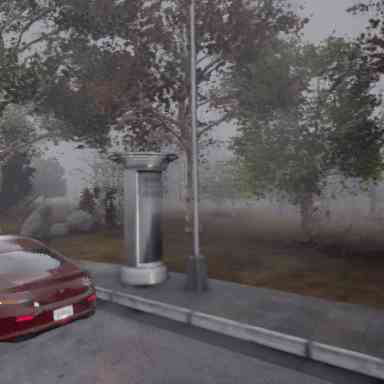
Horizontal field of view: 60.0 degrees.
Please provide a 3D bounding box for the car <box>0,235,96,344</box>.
[{"bbox_3d":[-3.671,1.525,5.997,4.674,1.442,1.812,0,0,36],"label":"car"}]
